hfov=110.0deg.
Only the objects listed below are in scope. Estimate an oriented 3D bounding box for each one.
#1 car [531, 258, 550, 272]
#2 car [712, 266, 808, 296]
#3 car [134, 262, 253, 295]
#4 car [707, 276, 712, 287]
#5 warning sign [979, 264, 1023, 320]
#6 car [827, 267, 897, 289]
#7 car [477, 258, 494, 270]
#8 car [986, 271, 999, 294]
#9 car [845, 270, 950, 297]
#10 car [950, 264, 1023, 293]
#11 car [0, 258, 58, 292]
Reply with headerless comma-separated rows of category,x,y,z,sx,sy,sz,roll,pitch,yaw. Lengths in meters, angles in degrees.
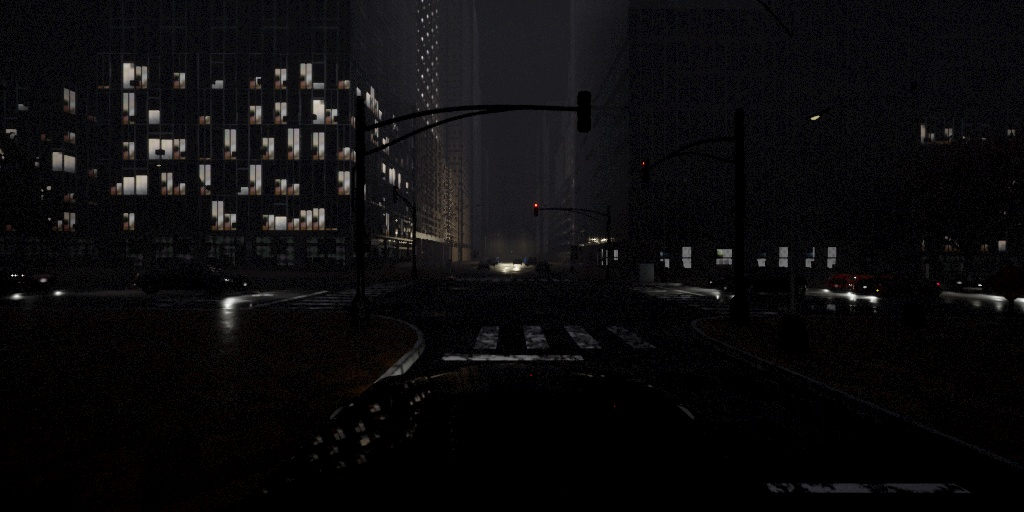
car,3.927,1.329,46.215,1.948,1.339,4.313,0,0,0
car,15.141,1.400,21.774,4.553,1.767,2.097,1,0,-3
car,-14.950,1.026,16.927,4.674,1.442,1.812,1,0,-1
car,16.187,1.591,25.076,4.674,1.442,1.812,1,0,-3
warning sign,17.275,1.204,12.413,1.060,1.860,1.300,0,0,-3
car,25.229,1.579,25.494,4.553,1.767,2.097,1,0,-3
car,-4.026,1.343,51.708,1.802,1.307,4.207,0,0,0
car,34.025,1.934,22.647,5.357,1.411,2.033,1,0,-3
car,23.726,1.766,22.175,4.181,1.385,1.994,1,0,-3
car,34.998,1.626,25.941,5.566,2.045,2.150,1,0,-2
car,-24.165,0.823,16.499,4.902,1.511,2.128,1,0,-3
